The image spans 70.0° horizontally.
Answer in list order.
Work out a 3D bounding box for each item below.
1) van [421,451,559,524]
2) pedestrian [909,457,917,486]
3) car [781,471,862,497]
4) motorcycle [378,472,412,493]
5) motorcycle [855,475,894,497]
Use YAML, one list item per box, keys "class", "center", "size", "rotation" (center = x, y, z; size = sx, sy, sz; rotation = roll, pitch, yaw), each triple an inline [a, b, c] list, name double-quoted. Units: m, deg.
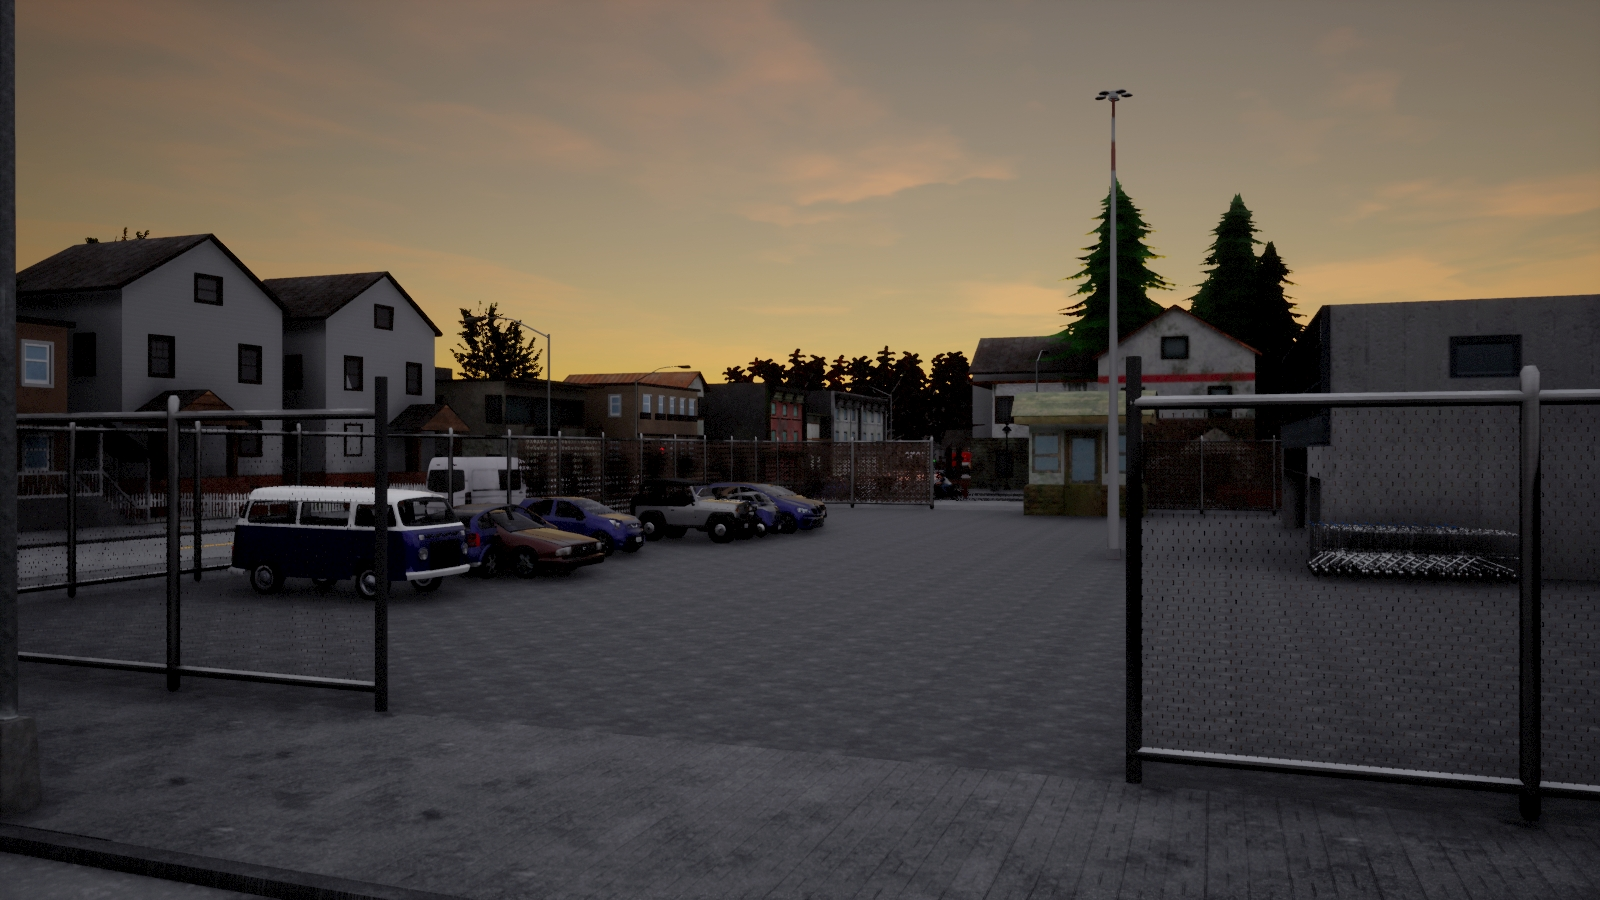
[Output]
- class: "van"
  center: [-11.617, 1.319, 43.358]
  size: [1.988, 2.561, 5.915]
  rotation: [0, 0, 20]
- class: "pedestrian"
  center: [7.289, 1.403, 73.865]
  size: [0.375, 1.860, 0.375]
  rotation: [0, 0, -15]
- class: "car"
  center: [1.225, 1.902, 64.619]
  size: [4.181, 1.385, 1.994]
  rotation: [0, 0, 20]
- class: "motorcycle"
  center: [-24.724, 1.970, 69.701]
  size: [1.805, 1.236, 0.856]
  rotation: [0, 0, 19]
- class: "motorcycle"
  center: [4.141, 1.995, 63.606]
  size: [2.033, 1.145, 0.803]
  rotation: [0, 0, 20]
